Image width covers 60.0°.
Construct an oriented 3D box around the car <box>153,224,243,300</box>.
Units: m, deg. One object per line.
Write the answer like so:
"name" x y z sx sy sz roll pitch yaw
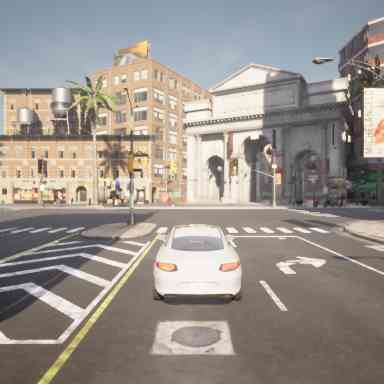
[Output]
"car" 0.111 1.526 8.256 1.812 1.442 4.674 0 0 0
